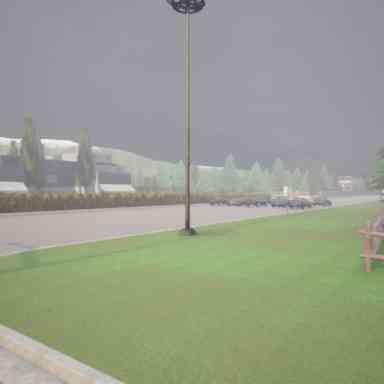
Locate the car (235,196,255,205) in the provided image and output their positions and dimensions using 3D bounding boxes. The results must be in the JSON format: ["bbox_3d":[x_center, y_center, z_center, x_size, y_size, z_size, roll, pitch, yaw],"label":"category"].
[{"bbox_3d":[9.833,1.548,61.612,1.994,1.385,4.181,0,0,36],"label":"car"}]

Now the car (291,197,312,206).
[{"bbox_3d":[18.306,1.591,55.410,1.895,1.301,4.718,0,0,36],"label":"car"}]

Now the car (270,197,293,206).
[{"bbox_3d":[15.470,1.535,57.462,2.033,1.411,5.357,0,0,36],"label":"car"}]

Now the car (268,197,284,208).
[{"bbox_3d":[13.140,1.554,48.294,1.994,1.385,4.181,0,0,37],"label":"car"}]

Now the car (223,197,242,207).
[{"bbox_3d":[7.223,1.550,52.066,1.994,1.385,4.181,0,0,37],"label":"car"}]

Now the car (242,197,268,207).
[{"bbox_3d":[9.807,1.493,49.681,1.837,1.490,4.892,0,0,37],"label":"car"}]

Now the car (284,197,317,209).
[{"bbox_3d":[14.481,1.483,44.240,2.128,1.511,4.902,0,0,37],"label":"car"}]

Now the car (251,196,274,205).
[{"bbox_3d":[12.651,1.533,59.537,2.033,1.411,5.357,0,0,36],"label":"car"}]

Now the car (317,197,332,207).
[{"bbox_3d":[20.612,1.539,52.640,2.033,1.411,5.357,0,0,36],"label":"car"}]

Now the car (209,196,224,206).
[{"bbox_3d":[4.728,1.488,54.578,1.837,1.490,4.892,0,0,37],"label":"car"}]
